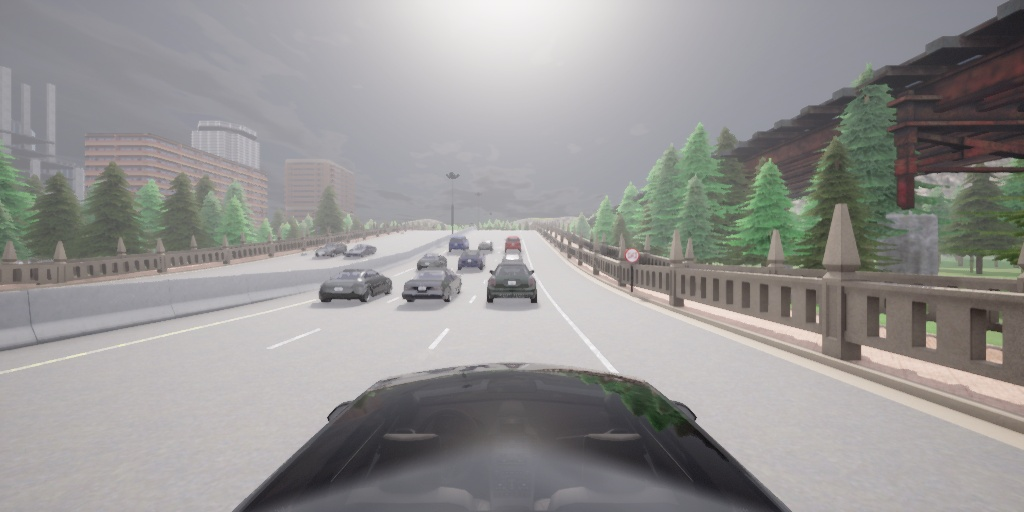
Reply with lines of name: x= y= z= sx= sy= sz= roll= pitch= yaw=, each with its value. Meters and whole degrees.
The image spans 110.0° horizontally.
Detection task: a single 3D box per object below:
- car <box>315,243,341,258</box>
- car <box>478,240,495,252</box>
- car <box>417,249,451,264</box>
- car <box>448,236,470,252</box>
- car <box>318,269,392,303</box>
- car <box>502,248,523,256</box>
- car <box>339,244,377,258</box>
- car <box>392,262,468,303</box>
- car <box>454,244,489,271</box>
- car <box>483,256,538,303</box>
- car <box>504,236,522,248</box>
car: x=-20.893 y=-0.708 z=41.577 sx=2.128 sy=1.511 sz=4.902 roll=0 pitch=7 yaw=0
car: x=-3.365 y=-1.399 z=46.589 sx=2.128 sy=1.511 sz=4.902 roll=0 pitch=7 yaw=0
car: x=-6.947 y=0.417 z=31.436 sx=1.994 sy=1.385 sz=4.181 roll=0 pitch=5 yaw=0
car: x=-6.865 y=-1.634 z=46.615 sx=2.150 sy=2.045 sz=5.566 roll=0 pitch=7 yaw=0
car: x=-7.001 y=1.260 z=16.485 sx=1.994 sy=1.385 sz=4.181 roll=0 pitch=1 yaw=0
car: x=0.053 y=0.408 z=31.398 sx=1.994 sy=1.385 sz=4.181 roll=0 pitch=5 yaw=0
car: x=-17.393 y=-0.633 z=41.568 sx=2.033 sy=1.411 sz=5.357 roll=0 pitch=7 yaw=0
car: x=-3.501 y=1.244 z=16.484 sx=2.033 sy=1.411 sz=5.357 roll=0 pitch=1 yaw=0
car: x=-3.447 y=0.208 z=31.371 sx=2.097 sy=1.767 sz=4.553 roll=0 pitch=5 yaw=0
car: x=-0.001 y=1.043 z=16.450 sx=2.097 sy=1.767 sz=4.553 roll=0 pitch=1 yaw=0
car: x=0.135 y=-1.643 z=46.576 sx=2.150 sy=2.045 sz=5.566 roll=0 pitch=7 yaw=0
